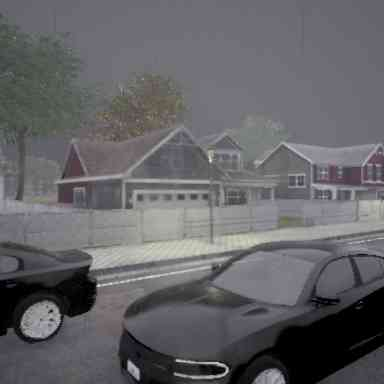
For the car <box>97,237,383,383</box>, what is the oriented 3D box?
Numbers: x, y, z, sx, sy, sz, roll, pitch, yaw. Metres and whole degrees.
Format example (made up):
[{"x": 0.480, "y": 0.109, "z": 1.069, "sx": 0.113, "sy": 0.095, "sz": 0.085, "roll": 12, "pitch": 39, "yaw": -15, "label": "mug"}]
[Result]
[{"x": 1.456, "y": 1.475, "z": 4.727, "sx": 5.008, "sy": 1.535, "sz": 1.882, "roll": 0, "pitch": 0, "yaw": -36, "label": "car"}]

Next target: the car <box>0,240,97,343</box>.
[{"x": -3.946, "y": 1.478, "z": 4.867, "sx": 5.008, "sy": 1.535, "sz": 1.882, "roll": 0, "pitch": 0, "yaw": -36, "label": "car"}]
